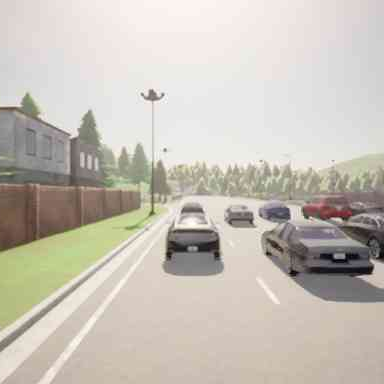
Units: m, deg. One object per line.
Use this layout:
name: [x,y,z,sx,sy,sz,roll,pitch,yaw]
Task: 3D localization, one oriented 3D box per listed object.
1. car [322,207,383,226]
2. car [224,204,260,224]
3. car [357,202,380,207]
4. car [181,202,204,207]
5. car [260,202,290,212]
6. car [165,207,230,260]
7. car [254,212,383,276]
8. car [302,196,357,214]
car: [7.040,1.532,12.580,2.128,1.511,4.902,0,0,0]
car: [3.516,1.628,25.410,2.033,1.411,5.357,0,0,1]
car: [14.033,1.580,27.590,2.128,1.511,4.902,0,0,0]
car: [0.042,1.569,28.797,1.882,1.535,5.008,0,0,0]
car: [7.042,1.569,28.805,1.882,1.535,5.008,0,0,0]
car: [0.041,1.532,12.583,2.128,1.511,4.902,0,0,0]
car: [3.523,1.581,10.410,2.033,1.411,5.357,0,0,1]
car: [10.524,1.307,26.423,2.150,2.045,5.566,0,0,0]
